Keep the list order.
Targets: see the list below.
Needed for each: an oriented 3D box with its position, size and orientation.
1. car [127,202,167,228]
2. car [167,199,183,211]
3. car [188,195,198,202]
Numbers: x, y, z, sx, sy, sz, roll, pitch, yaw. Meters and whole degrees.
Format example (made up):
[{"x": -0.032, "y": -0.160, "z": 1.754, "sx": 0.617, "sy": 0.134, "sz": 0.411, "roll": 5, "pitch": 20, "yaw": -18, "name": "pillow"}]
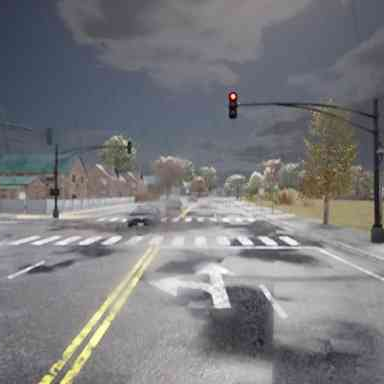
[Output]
[{"x": -3.091, "y": 1.587, "z": 22.582, "sx": 2.033, "sy": 1.411, "sz": 5.357, "roll": 0, "pitch": 0, "yaw": 0, "name": "car"}, {"x": -2.201, "y": 1.623, "z": 41.314, "sx": 1.837, "sy": 1.490, "sz": 4.892, "roll": 0, "pitch": 2, "yaw": 3, "name": "car"}, {"x": 0.172, "y": 1.431, "z": 76.656, "sx": 2.097, "sy": 1.767, "sz": 4.553, "roll": 0, "pitch": 0, "yaw": 5, "name": "car"}]
